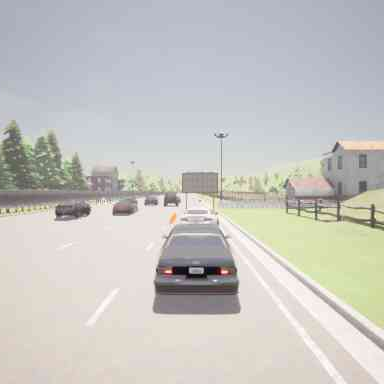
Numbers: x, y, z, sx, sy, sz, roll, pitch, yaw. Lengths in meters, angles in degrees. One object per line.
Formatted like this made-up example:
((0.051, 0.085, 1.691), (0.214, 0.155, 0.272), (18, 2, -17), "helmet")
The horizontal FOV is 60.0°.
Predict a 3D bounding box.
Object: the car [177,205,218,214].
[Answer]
((0.448, 1.541, 18.471), (1.812, 1.442, 4.674), (-1, -1, 7), "car")

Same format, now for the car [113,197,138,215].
((-6.847, 1.564, 34.423), (1.994, 1.385, 4.181), (0, 0, 0), "car")

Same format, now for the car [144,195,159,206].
((-6.809, 1.356, 56.770), (2.097, 1.767, 4.553), (0, 0, 0), "car")

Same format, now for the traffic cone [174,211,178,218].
((-1.448, 1.955, 25.209), (0.340, 0.580, 0.340), (0, 0, 0), "traffic cone")

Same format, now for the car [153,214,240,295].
((0.112, 1.547, 8.852), (2.033, 1.411, 5.357), (0, 0, 1), "car")

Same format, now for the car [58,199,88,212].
((-13.842, 1.527, 38.941), (1.812, 1.442, 4.674), (0, -1, 0), "car")

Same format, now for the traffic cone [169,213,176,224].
((-1.451, 1.955, 23.209), (0.340, 0.580, 0.340), (0, 0, 0), "traffic cone")

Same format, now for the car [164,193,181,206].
((-3.316, 1.221, 53.390), (2.150, 2.045, 5.566), (0, 0, 0), "car")

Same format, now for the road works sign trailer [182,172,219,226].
((0.524, 0.464, 22.084), (2.380, 3.560, 2.880), (0, 0, -3), "road works sign trailer")

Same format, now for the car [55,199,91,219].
((-10.354, 1.491, 29.269), (2.128, 1.511, 4.902), (0, 0, 0), "car")

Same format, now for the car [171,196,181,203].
((-3.292, 1.564, 68.605), (1.994, 1.385, 4.181), (0, 0, 0), "car")

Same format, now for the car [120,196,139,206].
((-10.313, 1.489, 55.232), (2.128, 1.511, 4.902), (0, 0, 0), "car")
